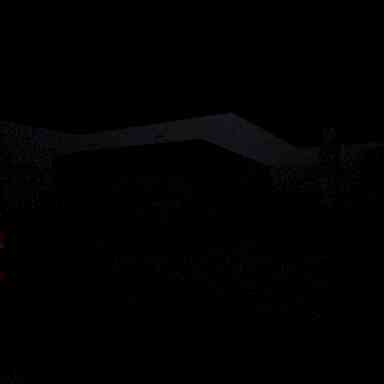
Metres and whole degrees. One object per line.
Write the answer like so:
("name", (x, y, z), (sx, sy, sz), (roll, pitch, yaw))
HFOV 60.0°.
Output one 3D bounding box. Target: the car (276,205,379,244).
("car", (6.434, 1.466, 16.143), (4.611, 1.667, 2.242), (0, 0, 35))
